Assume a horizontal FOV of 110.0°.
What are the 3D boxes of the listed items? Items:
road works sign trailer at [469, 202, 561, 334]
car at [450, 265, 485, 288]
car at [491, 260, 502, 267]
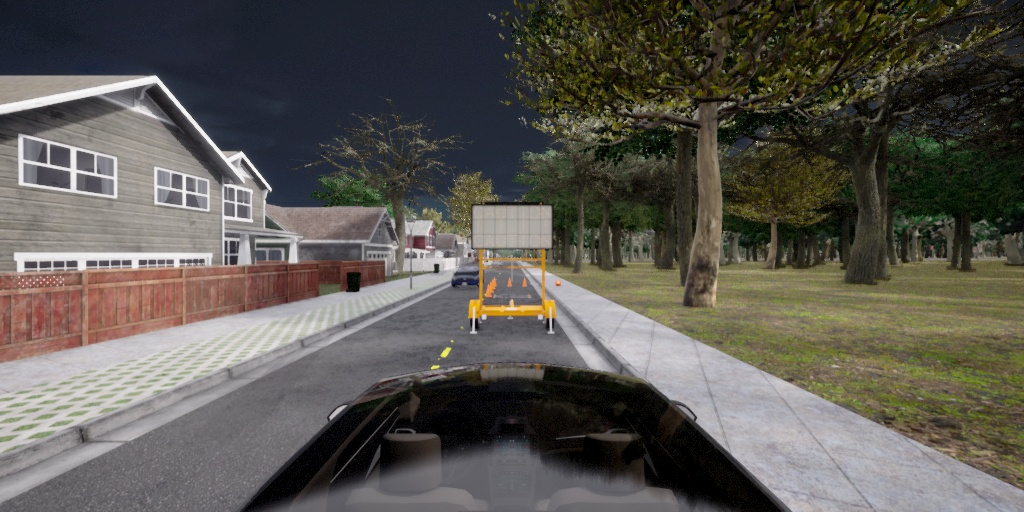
[{"bbox_3d":[0.008,0.213,10.633,2.380,3.560,2.880,0,0,0],"label":"road works sign trailer"},{"bbox_3d":[-2.834,1.298,24.155,2.033,1.411,5.357,0,0,0],"label":"car"},{"bbox_3d":[-2.761,1.377,65.213,1.895,1.301,4.718,0,0,1],"label":"car"}]
